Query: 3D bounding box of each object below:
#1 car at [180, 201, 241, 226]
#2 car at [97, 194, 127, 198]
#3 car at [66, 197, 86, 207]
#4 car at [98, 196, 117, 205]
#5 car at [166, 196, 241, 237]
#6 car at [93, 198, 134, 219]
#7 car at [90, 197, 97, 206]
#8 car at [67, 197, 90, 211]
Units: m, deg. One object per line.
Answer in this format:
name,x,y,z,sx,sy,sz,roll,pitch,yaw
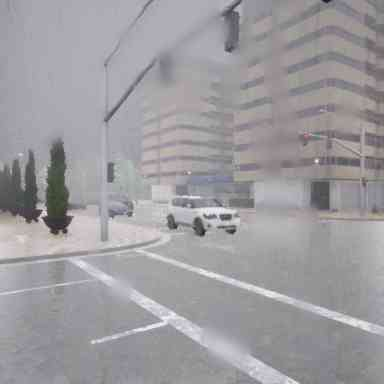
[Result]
car,1.217,1.505,24.304,1.837,1.490,4.892,0,0,-35
car,-8.753,1.223,38.560,2.150,2.045,5.566,0,0,-35
car,-18.352,1.506,52.386,1.837,1.490,4.892,0,0,-34
car,-15.540,1.526,60.827,1.812,1.442,4.674,0,0,-35
car,0.421,1.224,18.639,2.150,2.045,5.566,0,-1,-28
car,-6.970,1.525,29.899,1.812,1.442,4.674,0,0,-35
car,-16.391,1.564,55.938,1.994,1.385,4.181,0,0,-35
car,-14.434,1.477,40.587,1.882,1.535,5.008,0,0,-35
